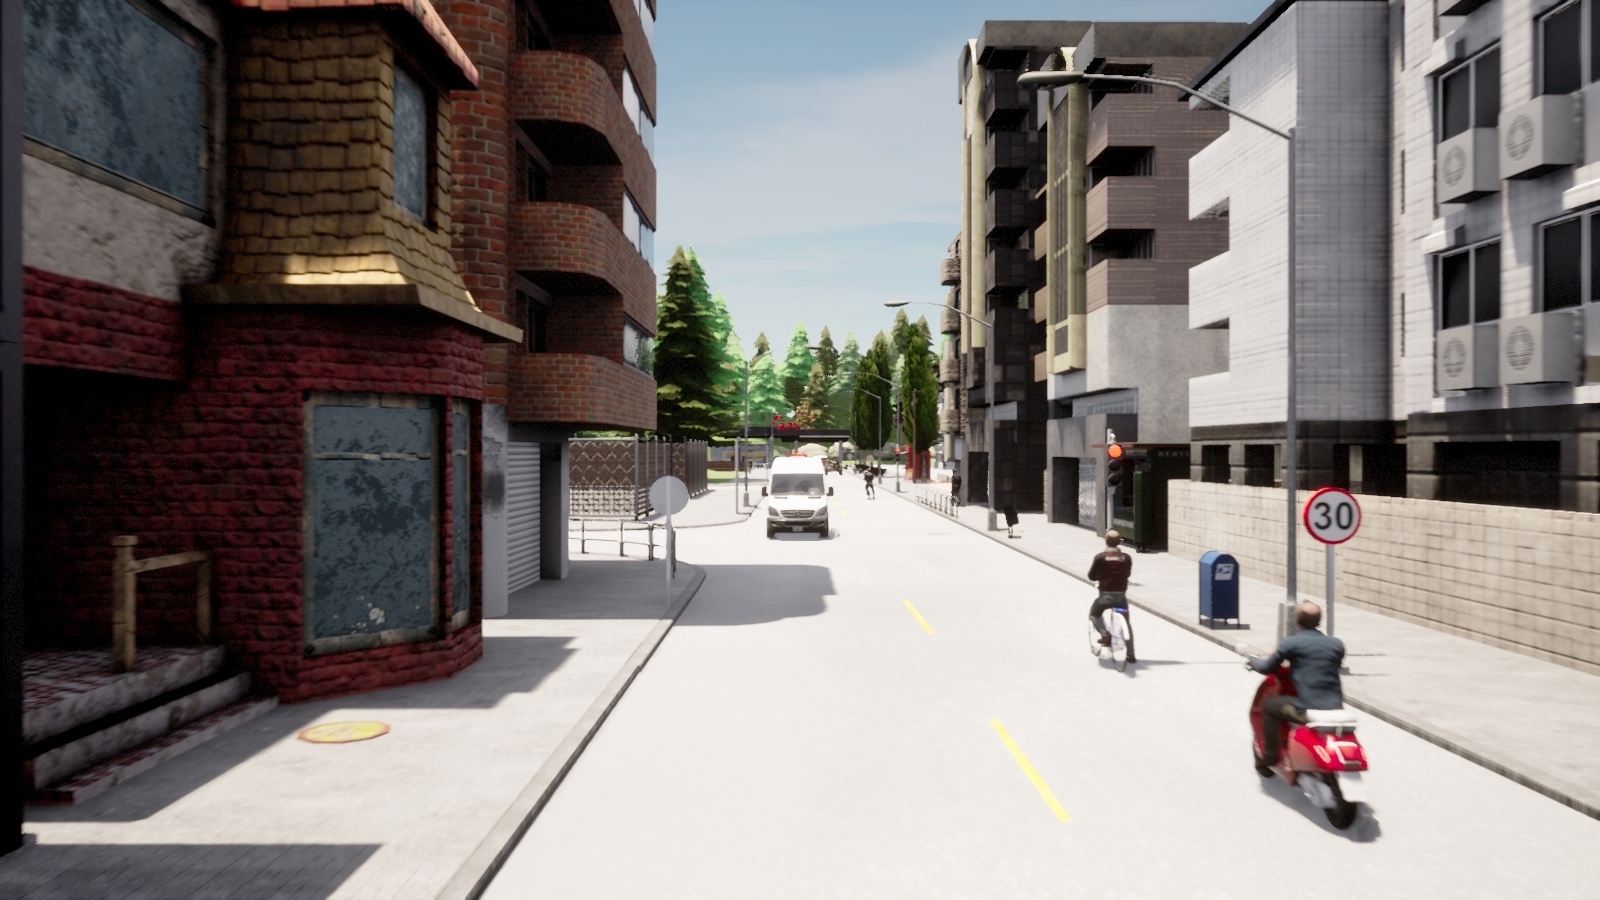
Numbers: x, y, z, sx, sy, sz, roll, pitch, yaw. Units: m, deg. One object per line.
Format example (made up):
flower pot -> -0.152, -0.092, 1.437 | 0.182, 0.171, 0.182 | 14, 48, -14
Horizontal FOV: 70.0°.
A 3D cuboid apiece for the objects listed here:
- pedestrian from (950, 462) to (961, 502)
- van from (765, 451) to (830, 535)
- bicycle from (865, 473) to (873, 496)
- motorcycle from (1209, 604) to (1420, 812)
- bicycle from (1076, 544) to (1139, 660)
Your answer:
pedestrian -> 7.423, 1.523, 54.480 | 0.375, 1.860, 0.375 | 0, 0, -17
van -> -0.081, 1.314, 37.886 | 1.988, 2.561, 5.915 | 0, 0, 0
bicycle -> 3.878, 1.940, 64.640 | 0.329, 1.271, 1.835 | 0, 0, 0
motorcycle -> 3.991, 1.962, 9.050 | 0.856, 1.236, 1.805 | 0, 0, 0
bicycle -> 3.991, 1.940, 14.925 | 0.329, 1.271, 1.835 | 0, 0, 0
